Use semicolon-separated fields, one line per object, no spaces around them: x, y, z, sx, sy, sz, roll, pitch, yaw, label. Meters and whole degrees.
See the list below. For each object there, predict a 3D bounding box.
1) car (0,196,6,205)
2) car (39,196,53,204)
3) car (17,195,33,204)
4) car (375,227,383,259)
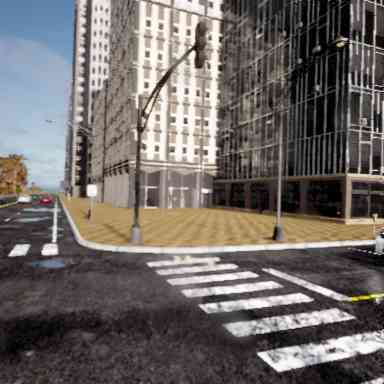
-28.608;1.172;48.634;1.895;1.301;4.718;2;-1;-22;car
-24.846;1.317;56.646;1.994;1.385;4.181;2;-1;-22;car
-27.879;1.179;55.485;1.812;1.442;4.674;2;-1;-22;car
8.783;1.422;11.023;5.566;2.045;2.150;1;0;-22;car
